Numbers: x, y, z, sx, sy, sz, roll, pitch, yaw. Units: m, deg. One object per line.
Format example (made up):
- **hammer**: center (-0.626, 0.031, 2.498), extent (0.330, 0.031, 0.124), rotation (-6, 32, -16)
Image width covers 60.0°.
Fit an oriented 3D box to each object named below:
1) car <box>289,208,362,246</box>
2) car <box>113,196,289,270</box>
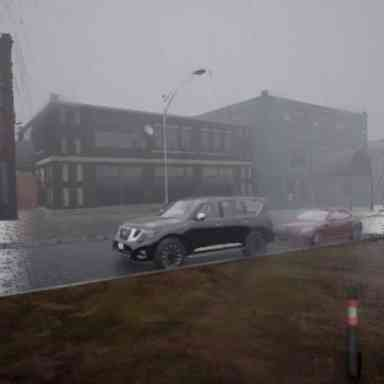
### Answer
- **car**: center (5.774, 1.456, 14.807), extent (4.674, 1.452, 2.002), rotation (0, 0, -35)
- **car**: center (0.288, 1.165, 10.884), extent (5.566, 2.045, 2.435), rotation (0, 0, -35)
